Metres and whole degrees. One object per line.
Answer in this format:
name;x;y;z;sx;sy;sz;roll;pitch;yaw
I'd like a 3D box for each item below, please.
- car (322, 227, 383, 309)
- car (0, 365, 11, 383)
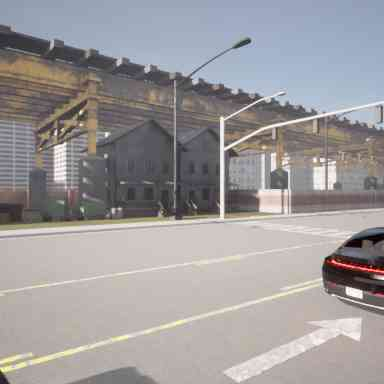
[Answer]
car;4.801;1.505;7.184;4.892;1.490;1.837;0;0;-35
car;-3.355;1.601;1.358;4.718;1.301;1.895;0;0;-35
